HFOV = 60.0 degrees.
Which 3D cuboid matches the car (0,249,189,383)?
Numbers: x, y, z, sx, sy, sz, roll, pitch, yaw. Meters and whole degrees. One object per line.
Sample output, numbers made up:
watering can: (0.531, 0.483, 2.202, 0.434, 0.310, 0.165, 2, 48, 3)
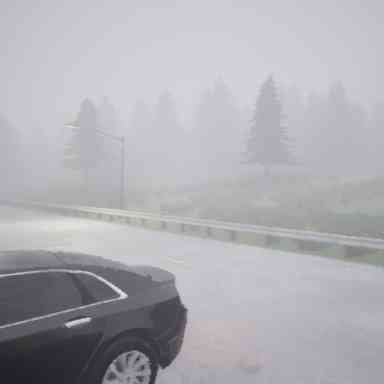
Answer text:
car: (-2.271, 1.390, 3.045, 4.892, 1.490, 1.837, 0, -1, -39)
